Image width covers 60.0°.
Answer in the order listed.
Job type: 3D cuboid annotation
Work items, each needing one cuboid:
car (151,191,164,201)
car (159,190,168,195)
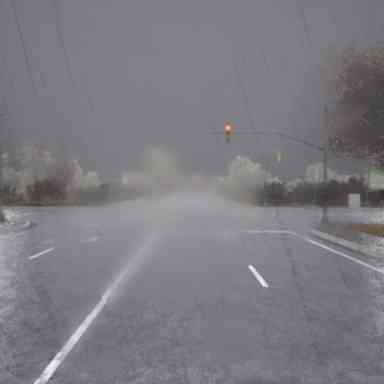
[{"bbox_3d":[-7.277,1.072,68.908,1.994,1.385,4.181,0,0,0],"label":"car"},{"bbox_3d":[-7.326,0.252,84.323,2.150,2.045,5.566,0,0,0],"label":"car"}]
